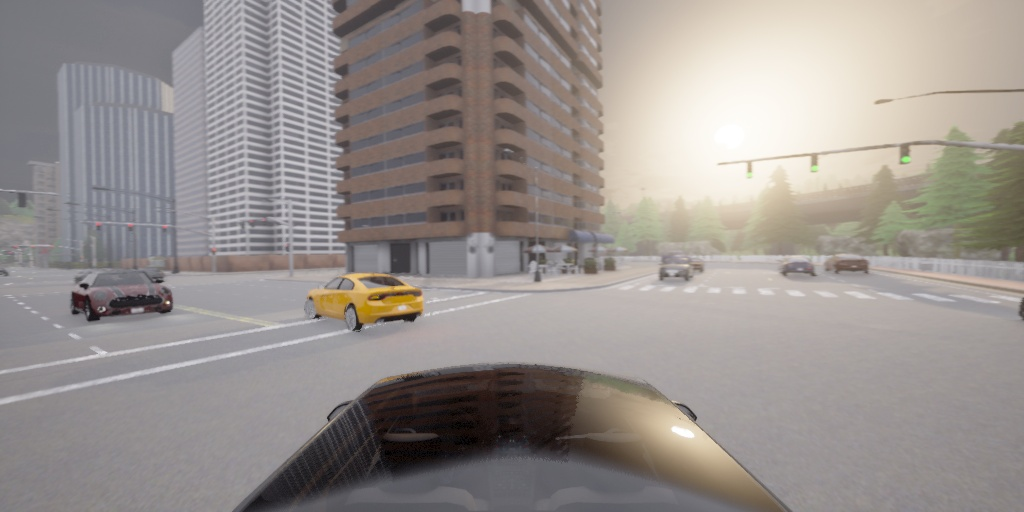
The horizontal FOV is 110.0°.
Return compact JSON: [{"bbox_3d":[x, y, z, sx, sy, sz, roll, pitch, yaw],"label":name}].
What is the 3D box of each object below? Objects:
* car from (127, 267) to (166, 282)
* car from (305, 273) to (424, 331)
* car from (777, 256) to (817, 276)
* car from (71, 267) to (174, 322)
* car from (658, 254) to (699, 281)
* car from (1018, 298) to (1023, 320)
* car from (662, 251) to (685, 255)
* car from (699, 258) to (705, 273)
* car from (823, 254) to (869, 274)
[{"bbox_3d":[-37.487,1.838,36.777,4.181,1.385,1.994,-1,0,33],"label":"car"},{"bbox_3d":[-4.815,1.289,11.392,5.008,1.535,1.882,-1,-1,42],"label":"car"},{"bbox_3d":[21.244,0.719,26.864,1.812,1.442,4.674,-1,0,32],"label":"car"},{"bbox_3d":[-14.934,1.340,13.721,4.553,1.767,2.097,-1,0,33],"label":"car"},{"bbox_3d":[11.500,0.874,25.039,2.128,1.511,4.902,-1,0,32],"label":"car"},{"bbox_3d":[12.654,1.027,7.085,1.994,1.385,4.181,-1,0,33],"label":"car"},{"bbox_3d":[21.778,0.290,47.724,2.150,2.045,5.566,-1,0,1],"label":"car"},{"bbox_3d":[16.930,0.835,33.680,1.895,1.301,4.718,-1,0,31],"label":"car"},{"bbox_3d":[26.229,0.571,28.286,1.882,1.535,5.008,-1,1,31],"label":"car"}]
